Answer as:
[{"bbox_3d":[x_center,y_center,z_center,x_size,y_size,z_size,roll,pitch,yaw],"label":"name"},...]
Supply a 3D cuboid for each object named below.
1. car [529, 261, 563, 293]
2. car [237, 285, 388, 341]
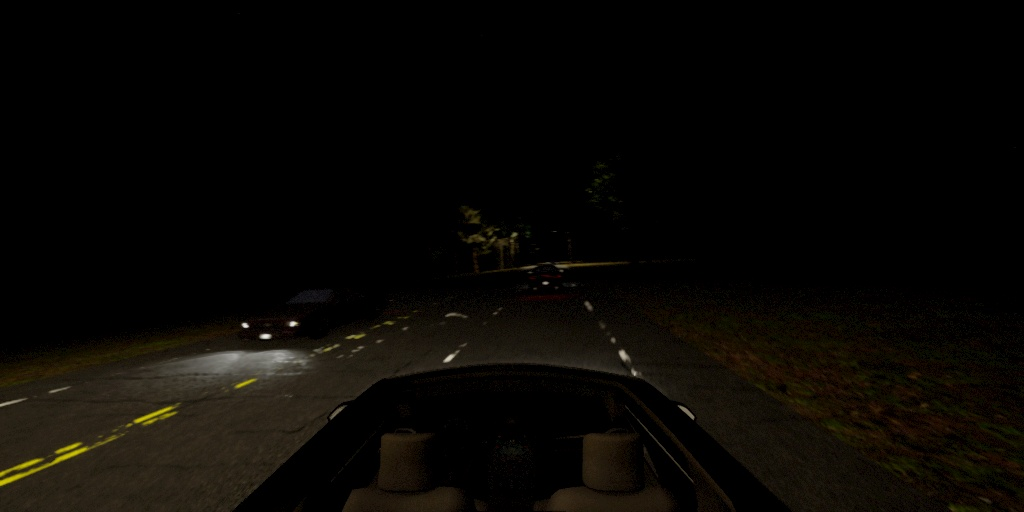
[{"bbox_3d":[2.055,1.293,21.493,1.882,1.535,5.008,-3,-1,7],"label":"car"},{"bbox_3d":[-6.084,1.708,11.920,2.033,1.411,5.357,-3,-1,7],"label":"car"}]
